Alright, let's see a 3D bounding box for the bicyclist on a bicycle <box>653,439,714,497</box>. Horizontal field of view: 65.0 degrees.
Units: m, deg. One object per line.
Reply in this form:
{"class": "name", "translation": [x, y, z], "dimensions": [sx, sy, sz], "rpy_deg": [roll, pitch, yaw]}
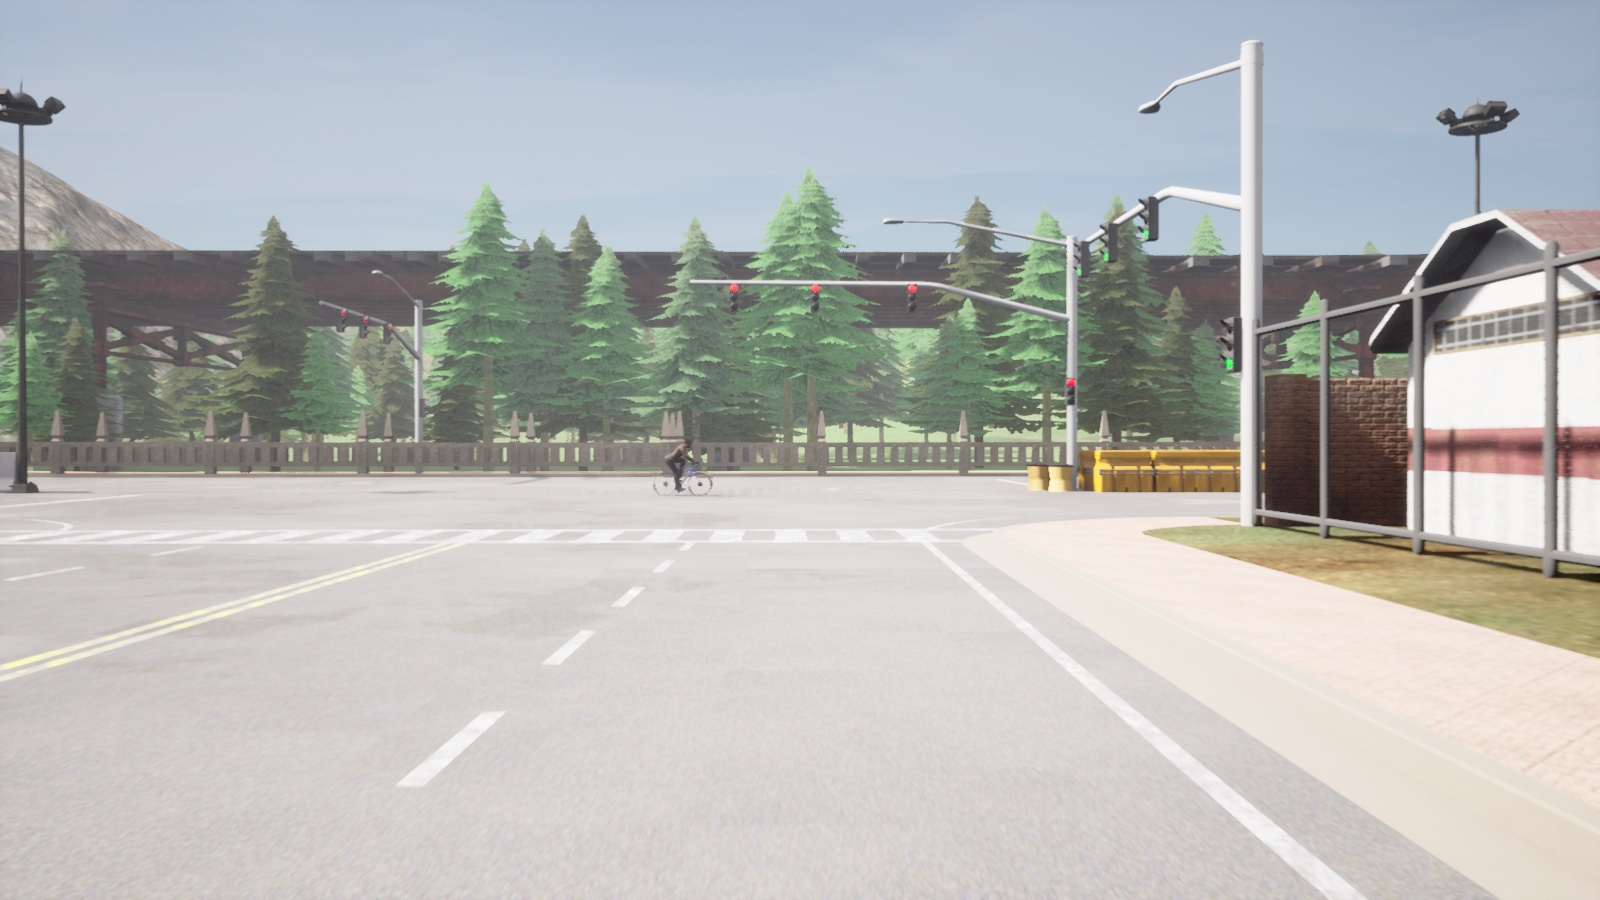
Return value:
{"class": "bicyclist on a bicycle", "translation": [-3.236, 0.499, 35.066], "dimensions": [1.656, 1.620, 0.582], "rpy_deg": [0, 0, -1]}
